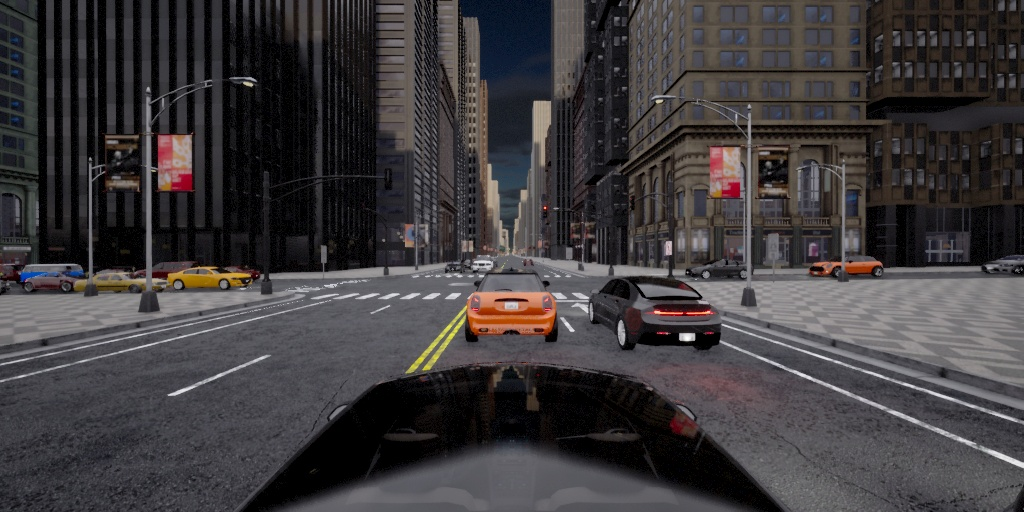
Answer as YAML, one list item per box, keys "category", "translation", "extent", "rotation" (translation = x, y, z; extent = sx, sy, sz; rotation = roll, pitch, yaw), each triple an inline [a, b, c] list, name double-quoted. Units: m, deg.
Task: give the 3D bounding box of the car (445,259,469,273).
- category: "car"
  translation: [-6.688, 1.299, 42.474]
  extent: [1.994, 1.385, 4.181]
  rotation: [0, 0, 0]

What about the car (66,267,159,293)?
- category: "car"
  translation: [-23.876, 1.596, 22.109]
  extent: [4.829, 1.417, 1.751]
  rotation: [0, 0, 0]

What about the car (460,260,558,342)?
- category: "car"
  translation: [-0.005, 1.102, 9.920]
  extent: [2.097, 1.767, 4.553]
  rotation: [0, 0, 0]

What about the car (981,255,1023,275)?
- category: "car"
  translation: [39.828, 0.675, 27.995]
  extent: [4.902, 1.511, 2.128]
  rotation: [-1, 0, 0]

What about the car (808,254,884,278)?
- category: "car"
  translation: [25.959, 0.721, 27.998]
  extent: [4.553, 1.767, 2.097]
  rotation: [-1, 0, 0]

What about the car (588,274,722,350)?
- category: "car"
  translation: [3.237, 1.254, 9.059]
  extent: [1.837, 1.490, 4.892]
  rotation: [0, 0, 0]

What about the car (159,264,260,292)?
- category: "car"
  translation: [-20.776, 1.492, 24.768]
  extent: [5.008, 1.535, 1.882]
  rotation: [-1, 0, 0]

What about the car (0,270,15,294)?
- category: "car"
  translation: [-33.817, 1.754, 22.110]
  extent: [4.403, 1.370, 2.007]
  rotation: [0, 0, 0]

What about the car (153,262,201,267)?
- category: "car"
  translation: [-29.122, 1.418, 30.643]
  extent: [5.009, 1.841, 2.192]
  rotation: [0, 0, 0]

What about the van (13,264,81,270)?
- category: "van"
  translation: [-39.296, 1.583, 30.655]
  extent: [3.998, 1.789, 1.690]
  rotation: [0, 0, 0]

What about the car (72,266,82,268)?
- category: "car"
  translation: [-34.209, 1.755, 30.649]
  extent: [4.207, 1.307, 1.802]
  rotation: [0, 0, 0]

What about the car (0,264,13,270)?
- category: "car"
  translation: [-44.383, 1.626, 30.661]
  extent: [5.009, 1.841, 2.192]
  rotation: [0, 0, 0]

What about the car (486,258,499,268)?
- category: "car"
  translation: [-3.449, 1.207, 63.554]
  extent: [2.128, 1.511, 4.902]
  rotation: [0, 0, 0]

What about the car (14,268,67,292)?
- category: "car"
  translation: [-30.775, 1.715, 24.783]
  extent: [4.181, 1.385, 1.994]
  rotation: [-1, 0, 1]

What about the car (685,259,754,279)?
- category: "car"
  translation: [16.131, 1.005, 27.997]
  extent: [4.892, 1.490, 1.837]
  rotation: [-1, 0, 0]

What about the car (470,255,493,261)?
- category: "car"
  translation: [-3.440, 0.956, 43.315]
  extent: [2.150, 2.045, 5.566]
  rotation: [0, 0, 0]
